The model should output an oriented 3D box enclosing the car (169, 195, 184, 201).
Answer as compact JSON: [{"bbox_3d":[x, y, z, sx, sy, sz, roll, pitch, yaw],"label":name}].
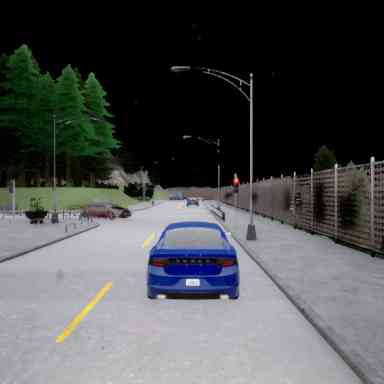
[{"bbox_3d":[-3.810,1.537,87.951,5.357,1.411,2.033,0,0,40],"label":"car"}]

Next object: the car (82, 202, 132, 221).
[{"bbox_3d":[-7.028,1.563,27.488,4.181,1.385,1.994,0,0,27],"label":"car"}]

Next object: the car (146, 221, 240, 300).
[{"bbox_3d":[0.037,1.477,8.457,1.882,1.535,5.008,0,0,1],"label":"car"}]

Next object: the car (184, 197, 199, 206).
[{"bbox_3d":[0.121,1.524,54.407,1.812,1.442,4.674,0,0,0],"label":"car"}]
